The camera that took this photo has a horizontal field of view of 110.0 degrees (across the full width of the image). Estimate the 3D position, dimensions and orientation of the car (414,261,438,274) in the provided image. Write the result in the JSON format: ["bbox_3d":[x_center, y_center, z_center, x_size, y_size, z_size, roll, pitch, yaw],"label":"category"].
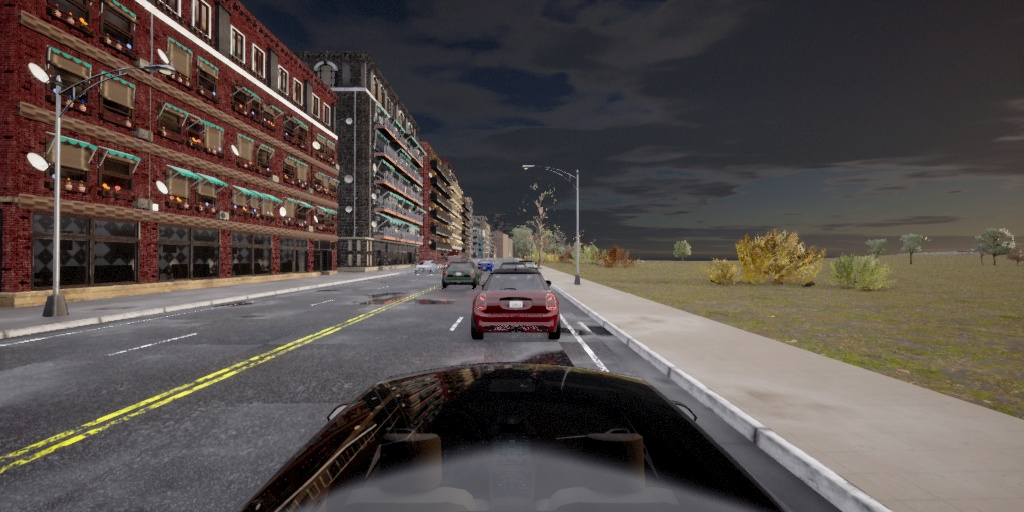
[{"bbox_3d":[-9.889,1.279,41.488,1.812,1.442,4.674,0,0,0],"label":"car"}]

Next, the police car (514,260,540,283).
[{"bbox_3d":[1.110,1.179,29.437,1.930,1.638,5.238,0,0,0],"label":"police car"}]

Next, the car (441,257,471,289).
[{"bbox_3d":[-3.171,1.105,23.404,2.097,1.767,4.553,0,0,0],"label":"car"}]

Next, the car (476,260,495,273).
[{"bbox_3d":[-3.190,1.231,43.644,1.882,1.535,5.008,0,-1,0],"label":"car"}]

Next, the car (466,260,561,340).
[{"bbox_3d":[0.084,1.103,10.169,2.097,1.767,4.553,0,0,0],"label":"car"}]
